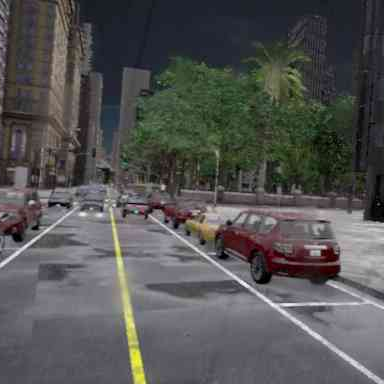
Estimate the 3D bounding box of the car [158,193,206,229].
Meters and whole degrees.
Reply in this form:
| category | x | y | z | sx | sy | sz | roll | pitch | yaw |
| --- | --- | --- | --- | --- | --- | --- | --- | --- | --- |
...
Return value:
| category | x | y | z | sx | sy | sz | roll | pitch | yaw |
| --- | --- | --- | --- | --- | --- | --- | --- | --- | --- |
| car | -0.441 | 1.234 | 20.673 | 2.192 | 1.841 | 5.009 | 4 | 0 | -14 |

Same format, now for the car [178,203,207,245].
| category | x | y | z | sx | sy | sz | roll | pitch | yaw |
| --- | --- | --- | --- | --- | --- | --- | --- | --- | --- |
| car | 0.858 | 1.550 | 15.523 | 1.752 | 1.417 | 4.829 | 4 | 0 | -14 |

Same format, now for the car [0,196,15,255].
| category | x | y | z | sx | sy | sz | roll | pitch | yaw |
| --- | --- | --- | --- | --- | --- | --- | --- | --- | --- |
| car | -5.980 | 0.989 | 7.942 | 1.967 | 1.590 | 4.097 | 4 | 0 | -14 |

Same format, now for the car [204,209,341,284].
| category | x | y | z | sx | sy | sz | roll | pitch | yaw |
| --- | --- | --- | --- | --- | --- | --- | --- | --- | --- |
| car | 2.271 | 1.454 | 10.042 | 2.192 | 1.841 | 5.009 | 4 | 0 | -14 |

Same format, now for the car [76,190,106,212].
| category | x | y | z | sx | sy | sz | roll | pitch | yaw |
| --- | --- | --- | --- | --- | --- | --- | --- | --- | --- |
| car | -8.432 | 0.868 | 28.485 | 2.033 | 1.411 | 5.357 | 4 | 0 | -14 |

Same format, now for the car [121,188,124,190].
| category | x | y | z | sx | sy | sz | roll | pitch | yaw |
| --- | --- | --- | --- | --- | --- | --- | --- | --- | --- |
| car | -15.087 | 0.231 | 78.038 | 1.802 | 1.307 | 4.206 | 4 | 0 | -14 |

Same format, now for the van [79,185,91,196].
| category | x | y | z | sx | sy | sz | roll | pitch | yaw |
| --- | --- | --- | --- | --- | --- | --- | --- | --- | --- |
| van | -19.296 | -0.240 | 60.189 | 1.690 | 1.788 | 3.998 | 4 | 0 | -14 |

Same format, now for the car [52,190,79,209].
| category | x | y | z | sx | sy | sz | roll | pitch | yaw |
| --- | --- | --- | --- | --- | --- | --- | --- | --- | --- |
| car | -11.413 | 0.669 | 29.209 | 1.947 | 1.339 | 4.313 | 4 | 0 | -14 |

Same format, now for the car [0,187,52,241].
| category | x | y | z | sx | sy | sz | roll | pitch | yaw |
| --- | --- | --- | --- | --- | --- | --- | --- | --- | --- |
| car | -7.327 | 0.755 | 13.258 | 2.192 | 1.841 | 5.009 | 4 | 0 | -14 |

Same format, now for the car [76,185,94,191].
| category | x | y | z | sx | sy | sz | roll | pitch | yaw |
| --- | --- | --- | --- | --- | --- | --- | --- | --- | --- |
| car | -17.955 | -0.148 | 54.938 | 2.192 | 1.841 | 5.009 | 4 | 0 | -14 |

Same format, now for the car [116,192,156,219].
| category | x | y | z | sx | sy | sz | roll | pitch | yaw |
| --- | --- | --- | --- | --- | --- | --- | --- | --- | --- |
| car | -4.383 | 1.114 | 25.215 | 2.128 | 1.511 | 4.902 | 4 | 0 | -14 |

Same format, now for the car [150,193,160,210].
| category | x | y | z | sx | sy | sz | roll | pitch | yaw |
| --- | --- | --- | --- | --- | --- | --- | --- | --- | --- |
| car | -3.152 | 1.009 | 31.304 | 2.192 | 1.841 | 5.009 | 4 | 0 | -14 |

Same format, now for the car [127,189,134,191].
| category | x | y | z | sx | sy | sz | roll | pitch | yaw |
| --- | --- | --- | --- | --- | --- | --- | --- | --- | --- |
| car | -9.731 | 0.692 | 57.034 | 1.947 | 1.339 | 4.313 | 4 | 0 | -14 |

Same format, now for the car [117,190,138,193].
| category | x | y | z | sx | sy | sz | roll | pitch | yaw |
| --- | --- | --- | --- | --- | --- | --- | --- | --- | --- |
| car | -6.930 | 0.935 | 34.905 | 1.812 | 1.442 | 4.674 | 4 | 0 | -14 |

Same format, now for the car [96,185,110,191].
| category | x | y | z | sx | sy | sz | roll | pitch | yaw |
| --- | --- | --- | --- | --- | --- | --- | --- | --- | --- |
| car | -22.714 | -0.396 | 84.686 | 2.033 | 1.411 | 5.357 | 4 | 0 | -14 |

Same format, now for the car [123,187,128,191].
| category | x | y | z | sx | sy | sz | roll | pitch | yaw |
| --- | --- | --- | --- | --- | --- | --- | --- | --- | --- |
| car | -12.399 | 0.330 | 67.536 | 1.967 | 1.590 | 4.097 | 4 | 0 | -14 |

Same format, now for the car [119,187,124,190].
| category | x | y | z | sx | sy | sz | roll | pitch | yaw |
| --- | --- | --- | --- | --- | --- | --- | --- | --- | --- |
| car | -16.423 | 0.073 | 83.289 | 1.887 | 1.381 | 4.507 | 4 | 0 | -14 |
